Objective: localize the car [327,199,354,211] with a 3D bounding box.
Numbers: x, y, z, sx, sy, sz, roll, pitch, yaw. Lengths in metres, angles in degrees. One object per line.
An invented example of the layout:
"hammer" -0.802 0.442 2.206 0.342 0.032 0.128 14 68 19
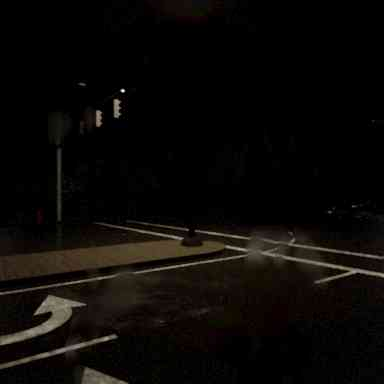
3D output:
"car" 18.620 1.533 40.177 5.357 1.411 2.033 0 0 -36

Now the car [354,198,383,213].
"car" 20.802 1.463 37.427 5.008 1.535 1.882 0 0 -36
